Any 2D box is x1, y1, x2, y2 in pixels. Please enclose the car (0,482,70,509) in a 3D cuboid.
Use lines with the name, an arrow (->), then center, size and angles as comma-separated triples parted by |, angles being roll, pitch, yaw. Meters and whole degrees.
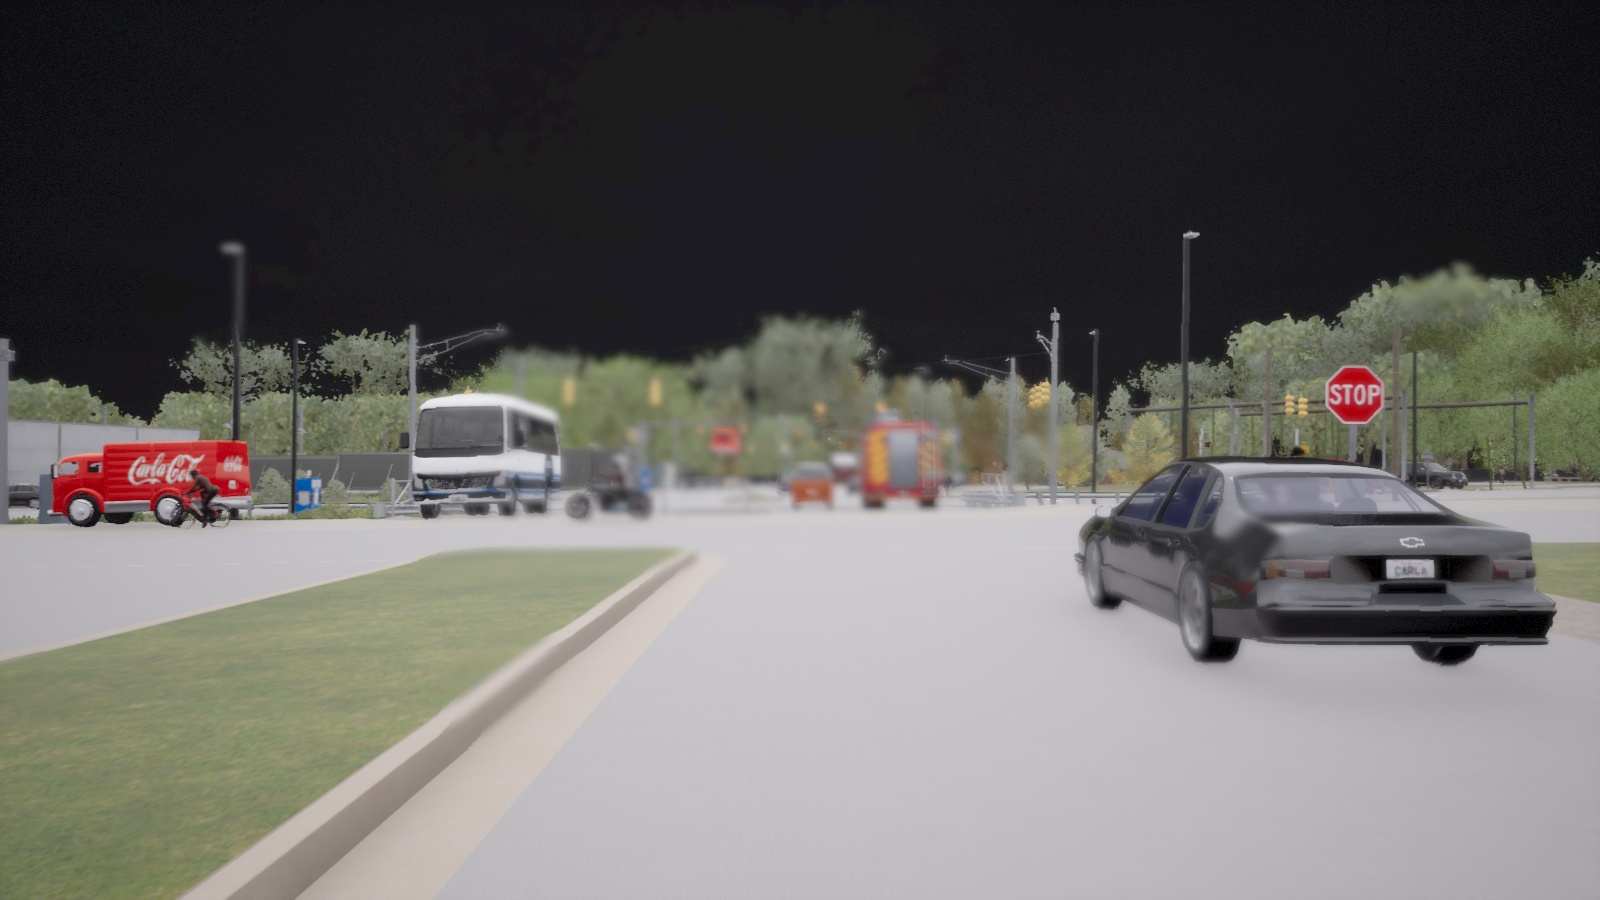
car -> -45.224, 2.633, 72.651 | 4.892, 1.490, 1.837 | 0, -1, 1

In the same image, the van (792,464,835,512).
van -> 0.590, 1.602, 54.781 | 1.775, 1.987, 4.442 | -1, 0, 1

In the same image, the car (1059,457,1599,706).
car -> 3.578, 0.760, 9.815 | 2.033, 1.411, 5.357 | 0, 0, 0

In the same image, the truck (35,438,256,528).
truck -> -19.509, 0.978, 37.623 | 5.204, 2.467, 2.627 | -2, -1, 1

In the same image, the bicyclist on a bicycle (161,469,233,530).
bicyclist on a bicycle -> -16.358, 1.332, 34.076 | 1.656, 1.620, 0.582 | -1, -1, 1

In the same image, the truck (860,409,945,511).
truck -> 4.051, 0.557, 51.559 | 2.891, 3.827, 8.468 | -1, -2, 1

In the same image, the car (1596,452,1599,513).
car -> 22.101, 0.767, 30.049 | 4.892, 1.490, 1.837 | -1, -1, 1

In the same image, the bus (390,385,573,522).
bus -> -11.045, 0.280, 45.013 | 3.944, 4.253, 10.273 | -1, -2, 0

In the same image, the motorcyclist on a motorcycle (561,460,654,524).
motorcyclist on a motorcycle -> -5.194, 1.117, 33.923 | 2.350, 1.649, 0.766 | -1, -1, 1

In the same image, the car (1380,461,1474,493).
car -> 42.264, 1.880, 84.835 | 2.150, 2.045, 5.566 | 1, -3, -24
